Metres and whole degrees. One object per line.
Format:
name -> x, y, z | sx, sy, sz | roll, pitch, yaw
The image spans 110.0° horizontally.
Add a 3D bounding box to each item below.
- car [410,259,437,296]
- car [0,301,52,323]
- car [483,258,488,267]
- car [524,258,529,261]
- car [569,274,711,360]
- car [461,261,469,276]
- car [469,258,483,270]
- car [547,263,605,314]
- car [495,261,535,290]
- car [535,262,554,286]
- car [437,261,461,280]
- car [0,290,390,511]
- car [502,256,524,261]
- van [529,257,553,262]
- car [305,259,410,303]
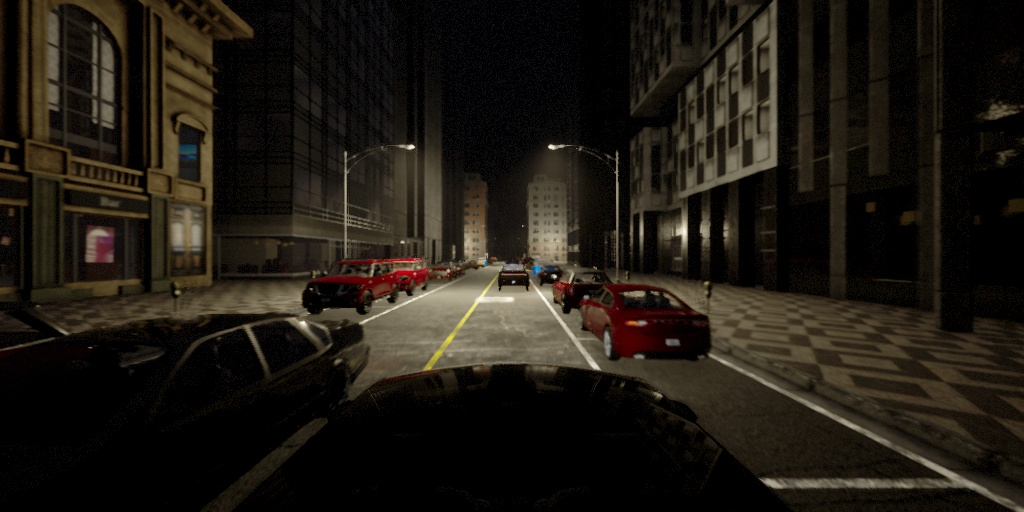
car -> -5.862, 1.072, 19.460 | 2.192, 1.841, 5.009 | 0, 0, 0
car -> -5.858, 1.190, 2.542 | 1.967, 1.591, 4.097 | 0, 0, 0
car -> -5.873, 1.376, 64.405 | 1.751, 1.417, 4.829 | 0, 0, 0
car -> 2.660, 1.331, 47.846 | 1.751, 1.417, 4.829 | 0, 0, 1
car -> 2.666, 1.298, 8.170 | 1.888, 1.381, 4.507 | 0, 0, 0
car -> -5.866, 1.218, 36.377 | 1.967, 1.591, 4.097 | 0, 0, 0
car -> -5.874, 1.347, 53.089 | 1.751, 1.417, 4.829 | 0, 0, 1
car -> 2.665, 1.194, 13.809 | 1.967, 1.591, 4.097 | 0, 0, 0
car -> 0.096, 1.251, 22.446 | 2.128, 1.511, 4.902 | 0, 0, 0
car -> 2.662, 1.327, 25.087 | 1.948, 1.339, 4.313 | 0, 0, 0
car -> -5.865, 1.208, 30.739 | 1.967, 1.591, 4.097 | 0, 0, 0
car -> -3.064, 1.298, 3.173 | 2.033, 1.411, 5.357 | 0, 0, 0
car -> 0.089, 1.152, 45.779 | 2.097, 1.767, 4.553 | 0, 0, 0
van -> 2.661, 1.109, 30.725 | 1.690, 1.789, 3.998 | 0, 0, 0
car -> -5.861, 1.069, 13.821 | 2.192, 1.841, 5.009 | 0, 0, 0
